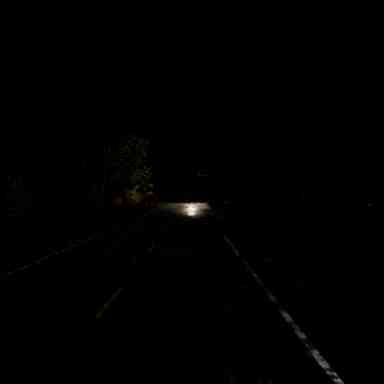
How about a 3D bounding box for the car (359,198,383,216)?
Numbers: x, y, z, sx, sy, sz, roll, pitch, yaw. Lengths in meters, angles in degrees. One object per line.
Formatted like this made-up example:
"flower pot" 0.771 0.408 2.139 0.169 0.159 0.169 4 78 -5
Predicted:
"car" 18.340 1.317 31.273 4.553 1.767 2.097 -1 -1 0
